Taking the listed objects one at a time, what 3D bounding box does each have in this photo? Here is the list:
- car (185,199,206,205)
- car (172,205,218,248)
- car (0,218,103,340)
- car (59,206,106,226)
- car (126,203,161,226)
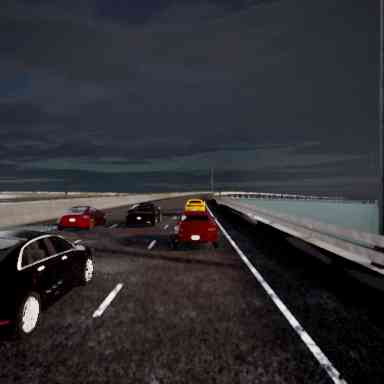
[{"bbox_3d":[0.314,1.467,32.914,1.882,1.535,5.008,0,0,1],"label":"car"},{"bbox_3d":[0.137,1.524,14.669,1.812,1.442,4.674,0,0,0],"label":"car"},{"bbox_3d":[-3.385,1.504,6.509,1.837,1.490,4.892,0,0,0],"label":"car"},{"bbox_3d":[-6.806,1.559,20.971,1.994,1.385,4.181,0,0,0],"label":"car"},{"bbox_3d":[-3.288,1.472,23.312,1.882,1.535,5.008,0,0,0],"label":"car"}]
